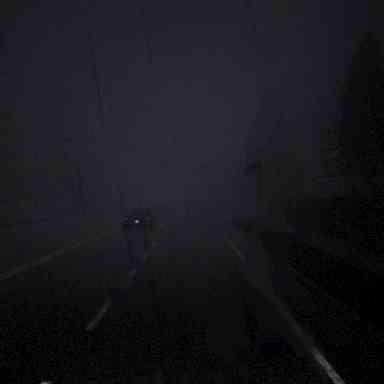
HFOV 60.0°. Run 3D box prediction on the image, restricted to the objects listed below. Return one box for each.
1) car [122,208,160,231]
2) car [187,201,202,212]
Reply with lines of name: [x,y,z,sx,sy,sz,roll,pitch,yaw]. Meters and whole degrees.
car: [-3.297,1.760,21.992,1.994,1.385,4.181,0,-1,0]
car: [0.308,1.941,44.063,2.033,1.411,5.357,0,0,0]
